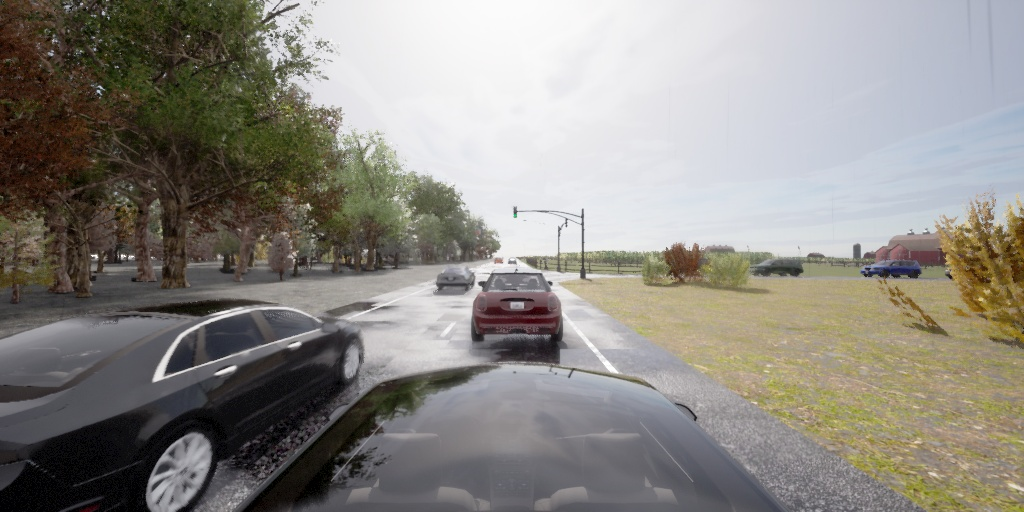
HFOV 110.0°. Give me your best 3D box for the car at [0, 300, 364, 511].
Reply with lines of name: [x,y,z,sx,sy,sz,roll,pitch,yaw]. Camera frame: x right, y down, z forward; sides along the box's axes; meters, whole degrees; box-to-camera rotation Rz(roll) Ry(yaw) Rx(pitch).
car: [-3.397,1.255,4.107,1.837,1.490,4.892,0,0,0]

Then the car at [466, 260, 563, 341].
car: [0.106,1.104,9.987,2.097,1.767,4.553,0,0,0]

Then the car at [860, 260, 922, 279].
car: [43.551,1.507,41.221,5.566,2.045,2.150,1,-1,0]

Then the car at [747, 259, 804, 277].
car: [30.336,1.356,41.316,5.566,2.045,2.150,0,-1,0]

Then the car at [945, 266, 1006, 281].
car: [48.554,1.768,37.572,4.902,1.511,2.128,1,-1,1]

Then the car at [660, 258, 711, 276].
car: [19.962,1.247,41.378,5.566,2.045,2.150,1,-1,0]

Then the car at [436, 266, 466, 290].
car: [-3.373,1.302,22.255,2.033,1.411,5.357,0,0,0]
